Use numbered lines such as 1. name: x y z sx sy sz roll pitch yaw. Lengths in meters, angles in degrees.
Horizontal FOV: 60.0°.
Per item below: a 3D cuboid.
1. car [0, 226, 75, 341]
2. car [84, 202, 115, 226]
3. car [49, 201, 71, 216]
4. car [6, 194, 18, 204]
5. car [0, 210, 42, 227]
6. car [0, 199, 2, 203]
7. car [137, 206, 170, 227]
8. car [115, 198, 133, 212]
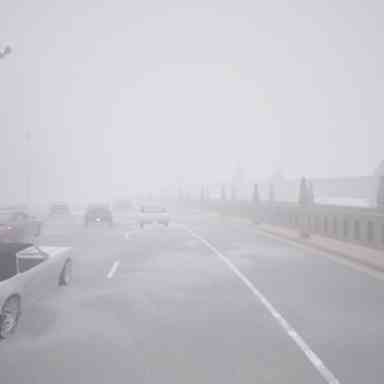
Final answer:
1. car: -3.790 1.617 6.422 1.895 1.301 4.718 0 0 -4
2. car: -6.667 1.538 23.946 1.837 1.490 4.892 0 0 -14
3. car: -13.149 1.603 33.097 1.812 1.442 4.674 0 0 -20
4. car: -39.472 1.513 72.914 2.150 2.045 5.566 0 0 -26
5. car: -8.407 1.568 15.332 1.812 1.442 4.674 0 0 -9
6. car: -45.593 1.928 77.578 1.812 1.442 4.674 0 -1 -26
7. car: -2.793 1.610 22.969 1.895 1.301 4.718 0 0 -13
8. car: -8.323 1.542 39.897 1.837 1.490 4.892 0 0 -23
